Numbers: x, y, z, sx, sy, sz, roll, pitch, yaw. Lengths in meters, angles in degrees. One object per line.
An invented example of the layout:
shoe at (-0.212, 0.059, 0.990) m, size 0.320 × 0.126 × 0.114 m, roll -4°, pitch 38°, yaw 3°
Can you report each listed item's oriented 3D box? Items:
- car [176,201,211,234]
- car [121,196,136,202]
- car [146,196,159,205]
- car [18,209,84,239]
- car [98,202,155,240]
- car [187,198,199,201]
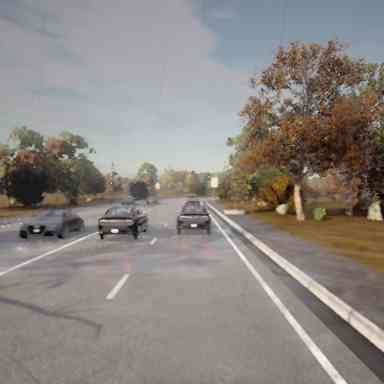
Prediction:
car at (0.097, 1.492, 19.354) m, size 2.128 × 1.511 × 4.902 m, roll 0°, pitch 0°, yaw 0°
car at (-10.551, 1.504, 55.372) m, size 1.837 × 1.490 × 4.892 m, roll 0°, pitch 0°, yaw 1°
car at (-7.021, 1.492, 59.161) m, size 2.128 × 1.511 × 4.902 m, roll 0°, pitch 0°, yaw 1°
car at (-7.102, 1.564, 17.173) m, size 1.994 × 1.385 × 4.181 m, roll 0°, pitch 0°, yaw 0°
car at (-3.401, 1.492, 17.054) m, size 2.128 × 1.511 × 4.902 m, roll 0°, pitch 0°, yaw 0°
car at (0.095, 1.505, 41.447) m, size 1.837 × 1.490 × 4.892 m, roll 0°, pitch 0°, yaw 0°
